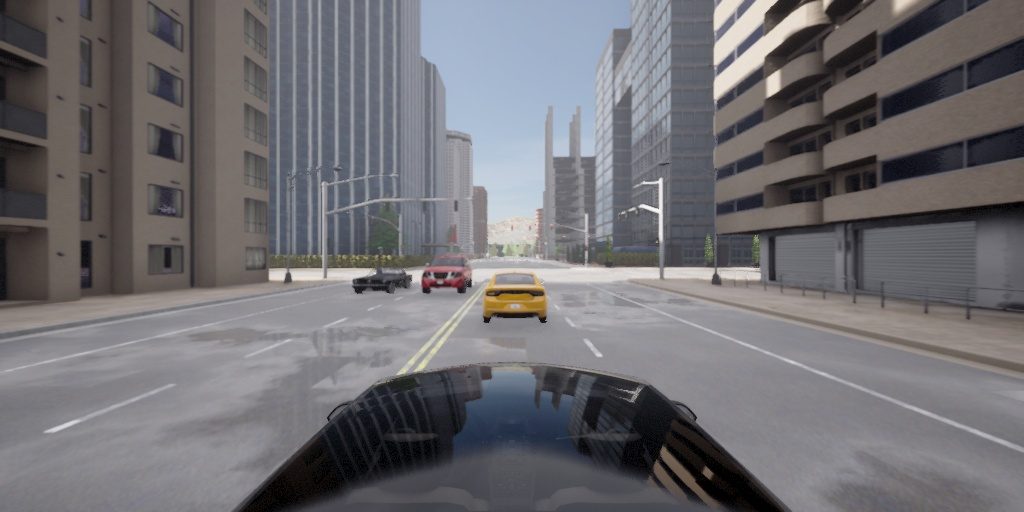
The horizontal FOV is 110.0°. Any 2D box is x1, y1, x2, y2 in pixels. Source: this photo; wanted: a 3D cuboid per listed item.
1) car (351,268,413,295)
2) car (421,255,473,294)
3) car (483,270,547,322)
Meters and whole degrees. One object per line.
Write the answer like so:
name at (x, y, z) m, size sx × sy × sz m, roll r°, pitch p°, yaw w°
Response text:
car at (-7.034, 1.327, 19.898) m, size 1.895 × 1.301 × 4.718 m, roll 0°, pitch 0°, yaw 0°
car at (-3.530, 0.947, 20.437) m, size 2.150 × 2.045 × 5.566 m, roll 0°, pitch 0°, yaw 0°
car at (0.087, 1.212, 12.223) m, size 1.882 × 1.535 × 5.008 m, roll 0°, pitch 0°, yaw 0°
